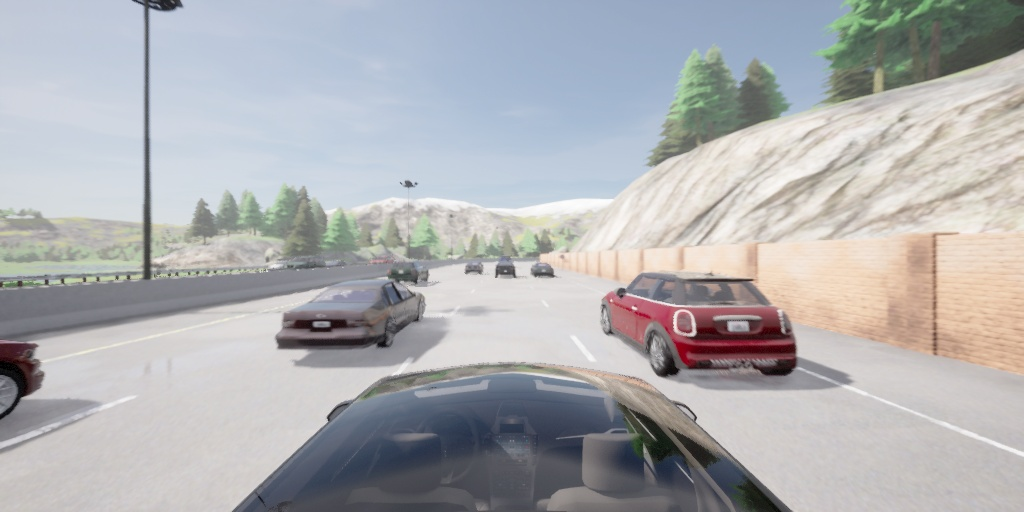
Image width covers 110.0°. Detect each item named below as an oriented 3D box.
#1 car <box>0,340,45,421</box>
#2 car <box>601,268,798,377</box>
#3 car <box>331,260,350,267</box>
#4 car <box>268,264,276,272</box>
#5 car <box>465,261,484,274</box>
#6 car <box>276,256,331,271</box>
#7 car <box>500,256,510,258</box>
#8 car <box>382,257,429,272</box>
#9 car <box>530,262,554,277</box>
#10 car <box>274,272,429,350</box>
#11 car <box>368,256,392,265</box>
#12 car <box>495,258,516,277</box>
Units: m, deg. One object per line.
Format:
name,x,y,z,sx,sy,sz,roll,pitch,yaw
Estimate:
car,-7.007,1.247,2.535,1.882,1.535,5.008,0,0,-1
car,3.384,1.090,7.554,2.097,1.767,4.553,0,0,-1
car,-25.591,1.353,52.317,2.033,1.411,5.357,0,0,0
car,-28.988,1.342,45.804,1.812,1.442,4.674,0,0,-1
car,-4.255,1.296,40.984,2.033,1.411,5.357,0,0,-1
car,-21.861,1.022,37.951,2.150,2.045,5.566,0,0,-1
car,-1.152,0.952,62.796,2.150,2.045,5.566,0,0,-1
car,-7.475,1.115,26.160,2.097,1.767,4.553,0,0,-1
car,2.869,1.295,34.620,1.994,1.385,4.181,0,0,-1
car,-3.593,1.305,9.110,2.033,1.411,5.357,0,0,-2
car,-18.585,1.002,51.098,2.150,2.045,5.566,0,0,-1
car,-0.634,1.218,34.751,1.882,1.535,5.008,0,0,-1
